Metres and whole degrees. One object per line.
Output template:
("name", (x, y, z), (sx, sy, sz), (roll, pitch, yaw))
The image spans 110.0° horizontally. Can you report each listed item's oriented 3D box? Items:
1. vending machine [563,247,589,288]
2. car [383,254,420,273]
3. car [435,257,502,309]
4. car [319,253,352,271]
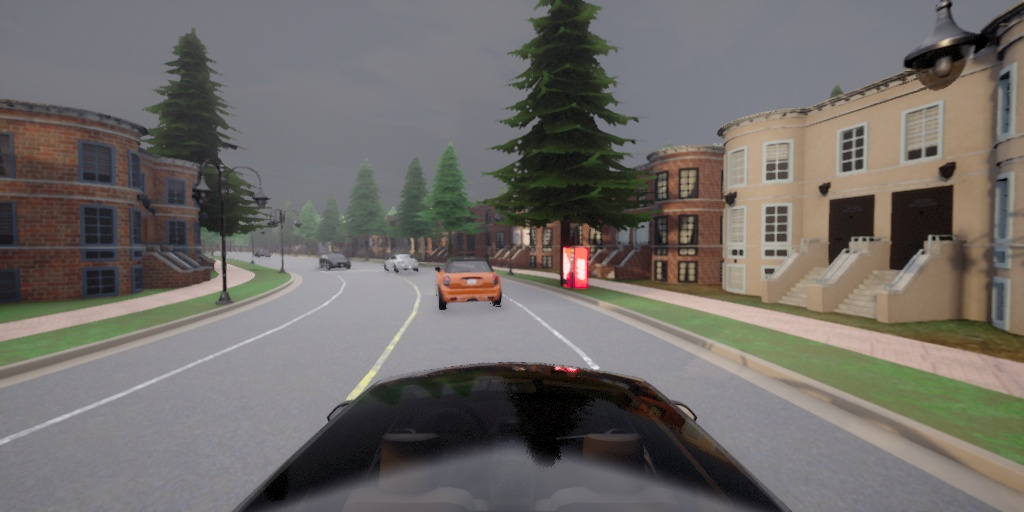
("vending machine", (3.008, 0.544, 16.925), (1.100, 2.100, 0.880), (0, 0, -17))
("car", (-9.168, 0.578, 29.617), (1.812, 1.442, 4.674), (-1, 2, -34))
("car", (-1.794, 0.800, 13.535), (2.097, 1.767, 4.553), (-1, 2, -14))
("car", (-16.177, 0.497, 32.655), (1.837, 1.490, 4.892), (-1, 2, -40))
